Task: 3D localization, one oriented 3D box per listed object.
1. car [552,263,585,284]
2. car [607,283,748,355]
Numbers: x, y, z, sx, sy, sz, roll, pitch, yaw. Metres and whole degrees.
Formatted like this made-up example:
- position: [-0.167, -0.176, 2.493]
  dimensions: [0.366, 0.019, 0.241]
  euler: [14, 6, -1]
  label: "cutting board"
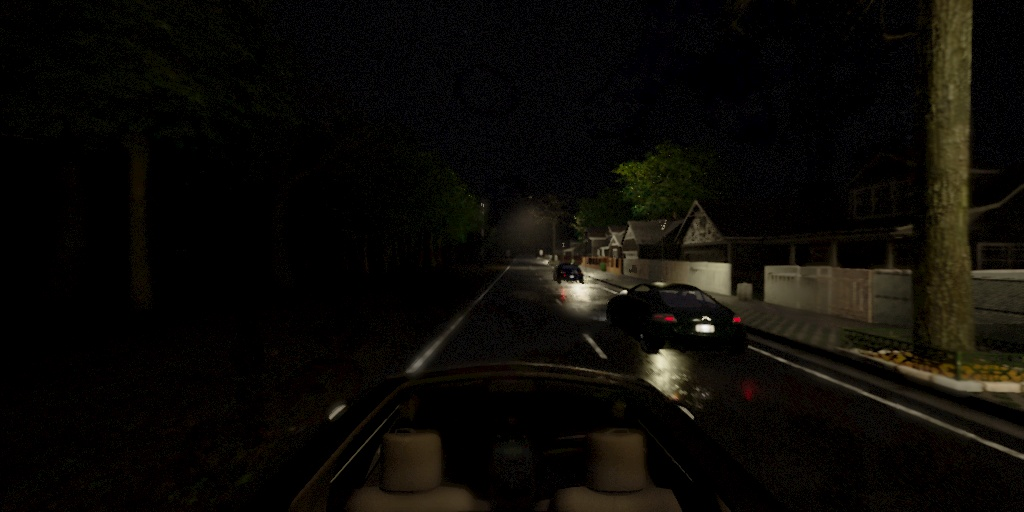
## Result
- position: [4.164, 1.236, 26.798]
  dimensions: [1.812, 1.442, 4.674]
  euler: [1, 0, 2]
  label: "car"
- position: [3.718, 1.339, 8.822]
  dimensions: [1.994, 1.385, 4.181]
  euler: [1, 0, 1]
  label: "car"
